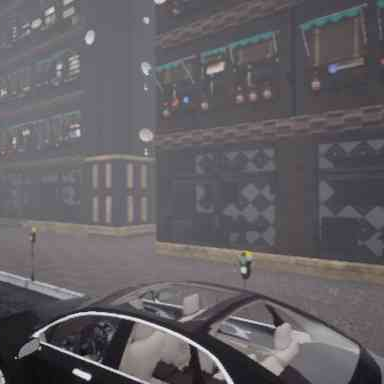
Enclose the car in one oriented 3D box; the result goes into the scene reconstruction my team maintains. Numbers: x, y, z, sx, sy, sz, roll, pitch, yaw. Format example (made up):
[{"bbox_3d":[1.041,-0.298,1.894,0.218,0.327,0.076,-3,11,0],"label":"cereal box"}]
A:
[{"bbox_3d":[-0.345,1.555,3.121,4.403,1.369,2.008,0,0,35],"label":"car"}]
